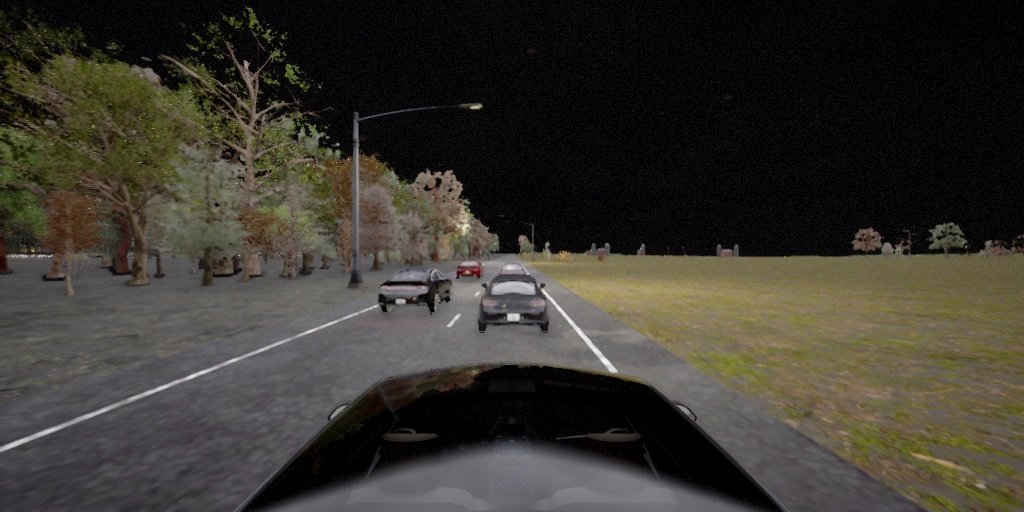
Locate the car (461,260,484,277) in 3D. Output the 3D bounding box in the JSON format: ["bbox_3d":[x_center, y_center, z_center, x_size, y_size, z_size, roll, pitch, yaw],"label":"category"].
[{"bbox_3d":[-3.425,1.095,30.151,1.882,1.535,5.008,0,0,0],"label":"car"}]

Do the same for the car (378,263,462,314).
[{"bbox_3d":[-3.433,1.187,13.535,2.128,1.511,4.902,0,0,0],"label":"car"}]

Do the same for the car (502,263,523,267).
[{"bbox_3d":[0.026,1.190,24.799,2.033,1.411,5.357,0,0,0],"label":"car"}]

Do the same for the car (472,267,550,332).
[{"bbox_3d":[0.047,1.234,10.577,1.812,1.442,4.674,0,0,0],"label":"car"}]
